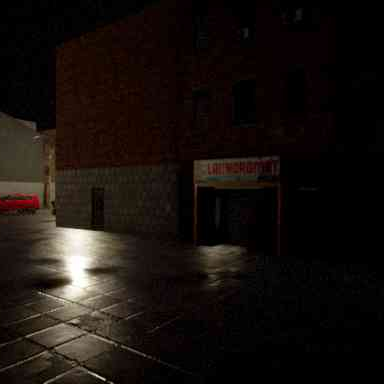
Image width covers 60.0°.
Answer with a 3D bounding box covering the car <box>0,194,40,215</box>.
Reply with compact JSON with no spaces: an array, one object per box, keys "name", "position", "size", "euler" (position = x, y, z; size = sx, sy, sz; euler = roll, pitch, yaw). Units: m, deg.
[{"name":"car","position":[-18.142,1.243,33.311],"size":[2.150,2.045,5.566],"euler":[0,0,36]}]
